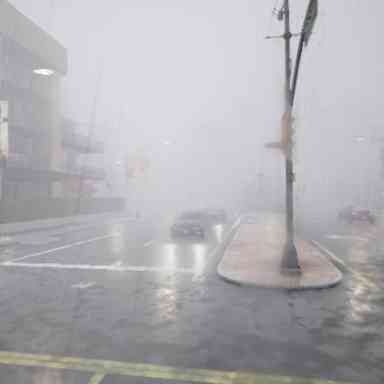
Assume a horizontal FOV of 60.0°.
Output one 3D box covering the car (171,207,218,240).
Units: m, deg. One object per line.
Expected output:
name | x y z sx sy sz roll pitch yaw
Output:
car | 0.126 1.795 19.118 1.837 1.490 4.892 -1 -1 11

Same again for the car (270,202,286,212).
car | 12.445 2.097 47.194 2.128 1.511 4.902 0 -1 -3

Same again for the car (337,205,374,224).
car | 13.673 1.830 27.789 1.812 1.442 4.674 -1 -1 11

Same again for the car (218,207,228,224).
car | 2.068 1.986 29.014 1.994 1.385 4.181 -1 -1 11
